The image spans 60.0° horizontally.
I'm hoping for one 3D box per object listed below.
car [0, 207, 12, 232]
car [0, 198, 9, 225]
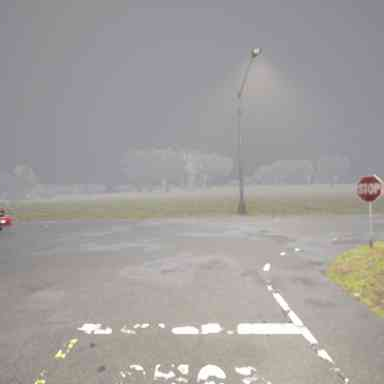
[{"bbox_3d":[-11.337,0.991,15.154,5.566,2.045,2.150,0,-1,0],"label":"car"},{"bbox_3d":[-15.038,1.331,22.142,4.553,1.767,2.097,-1,-1,0],"label":"car"}]
